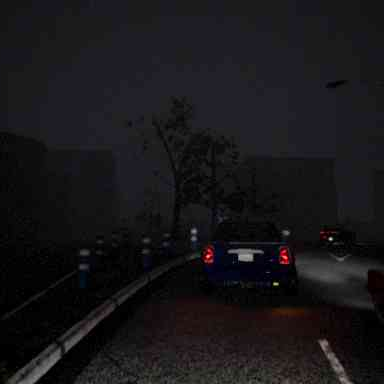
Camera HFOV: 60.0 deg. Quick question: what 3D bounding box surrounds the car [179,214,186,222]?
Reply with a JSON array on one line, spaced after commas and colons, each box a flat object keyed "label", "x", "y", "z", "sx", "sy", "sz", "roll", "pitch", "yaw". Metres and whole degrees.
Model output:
[{"label": "car", "x": -3.184, "y": 6.790, "z": 82.850, "sx": 1.895, "sy": 1.301, "sz": 4.718, "roll": 0, "pitch": -1, "yaw": 3}]

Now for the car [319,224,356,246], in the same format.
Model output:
[{"label": "car", "x": 10.622, "y": 3.099, "z": 24.169, "sx": 1.837, "sy": 1.490, "sz": 4.892, "roll": -3, "pitch": -7, "yaw": 34}]

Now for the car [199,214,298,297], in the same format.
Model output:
[{"label": "car", "x": 1.556, "y": 1.438, "z": 8.980, "sx": 2.097, "sy": 1.767, "sz": 4.553, "roll": -1, "pitch": -2, "yaw": 12}]

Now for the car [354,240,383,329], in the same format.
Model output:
[{"label": "car", "x": 3.823, "y": 1.589, "z": 3.829, "sx": 1.895, "sy": 1.301, "sz": 4.718, "roll": -1, "pitch": 0, "yaw": 6}]
